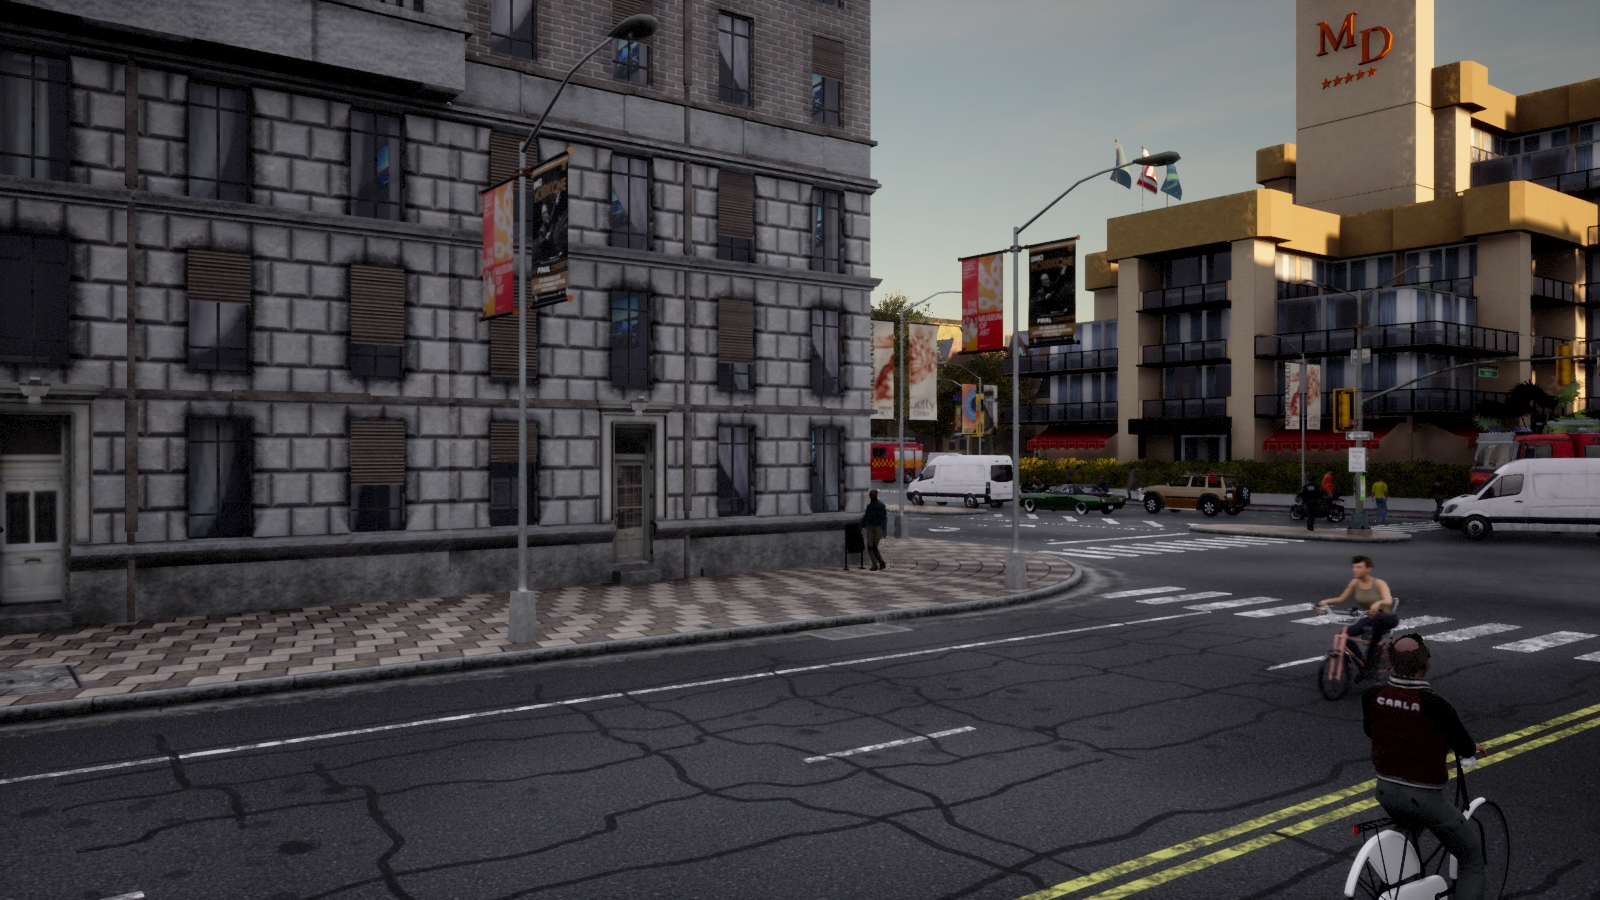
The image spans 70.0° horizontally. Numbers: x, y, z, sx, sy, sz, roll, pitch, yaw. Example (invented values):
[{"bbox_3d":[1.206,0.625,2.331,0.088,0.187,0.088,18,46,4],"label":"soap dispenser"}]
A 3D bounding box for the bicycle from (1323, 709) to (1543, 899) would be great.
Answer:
[{"bbox_3d":[3.626,2.210,6.476,1.835,1.171,0.329,0,0,-35],"label":"bicycle"}]

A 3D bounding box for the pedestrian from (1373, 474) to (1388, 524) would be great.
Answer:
[{"bbox_3d":[21.822,1.848,42.934,0.375,1.860,0.375,0,0,-37],"label":"pedestrian"}]

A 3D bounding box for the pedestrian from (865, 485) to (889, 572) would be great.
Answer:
[{"bbox_3d":[1.669,1.696,24.828,0.375,1.860,0.375,0,0,41],"label":"pedestrian"}]

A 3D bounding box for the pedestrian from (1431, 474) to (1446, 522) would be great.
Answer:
[{"bbox_3d":[24.696,1.848,44.200,0.375,1.860,0.375,0,0,-28],"label":"pedestrian"}]

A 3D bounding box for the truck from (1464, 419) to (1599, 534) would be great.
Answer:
[{"bbox_3d":[28.058,0.890,39.405,8.468,3.827,2.891,0,0,5],"label":"truck"}]

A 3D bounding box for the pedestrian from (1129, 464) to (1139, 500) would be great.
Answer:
[{"bbox_3d":[17.688,1.696,60.476,0.375,1.860,0.375,0,0,-39],"label":"pedestrian"}]

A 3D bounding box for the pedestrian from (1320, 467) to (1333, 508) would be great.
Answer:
[{"bbox_3d":[23.817,1.696,51.715,0.375,1.860,0.375,0,0,-29],"label":"pedestrian"}]

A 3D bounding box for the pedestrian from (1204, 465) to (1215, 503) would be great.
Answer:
[{"bbox_3d":[20.415,1.696,56.992,0.375,1.860,0.375,0,0,-36],"label":"pedestrian"}]

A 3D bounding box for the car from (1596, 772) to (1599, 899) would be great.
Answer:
[{"bbox_3d":[4.999,1.754,3.274,6.274,2.098,2.390,0,0,-34],"label":"car"}]

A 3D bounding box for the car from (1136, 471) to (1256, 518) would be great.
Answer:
[{"bbox_3d":[17.034,1.864,49.374,1.932,1.855,4.605,0,0,-37],"label":"car"}]

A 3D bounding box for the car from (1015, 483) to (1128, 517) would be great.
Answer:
[{"bbox_3d":[11.885,2.155,50.351,1.895,1.301,4.718,0,0,-37],"label":"car"}]

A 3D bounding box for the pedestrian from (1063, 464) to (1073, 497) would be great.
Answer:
[{"bbox_3d":[14.976,1.696,63.787,0.375,1.860,0.375,0,0,-37],"label":"pedestrian"}]

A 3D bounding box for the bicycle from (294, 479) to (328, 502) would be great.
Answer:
[{"bbox_3d":[-27.413,2.262,64.069,1.835,1.171,0.329,4,-3,14],"label":"bicycle"}]

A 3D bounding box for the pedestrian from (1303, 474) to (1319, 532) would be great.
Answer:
[{"bbox_3d":[16.519,1.704,36.904,0.375,1.860,0.375,0,0,43],"label":"pedestrian"}]

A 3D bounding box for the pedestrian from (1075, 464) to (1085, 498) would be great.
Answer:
[{"bbox_3d":[15.469,1.696,63.167,0.375,1.860,0.375,0,0,-39],"label":"pedestrian"}]

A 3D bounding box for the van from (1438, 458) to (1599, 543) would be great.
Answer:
[{"bbox_3d":[23.571,1.534,36.099,5.915,2.561,1.988,0,0,28],"label":"van"}]

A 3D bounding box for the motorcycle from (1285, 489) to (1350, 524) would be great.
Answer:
[{"bbox_3d":[20.381,2.205,45.032,0.867,1.251,2.209,0,0,-40],"label":"motorcycle"}]

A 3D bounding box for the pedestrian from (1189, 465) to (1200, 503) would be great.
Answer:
[{"bbox_3d":[19.651,1.698,56.940,0.375,1.860,0.375,0,0,-38],"label":"pedestrian"}]

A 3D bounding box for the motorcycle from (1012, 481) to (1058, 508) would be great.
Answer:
[{"bbox_3d":[11.640,2.205,56.539,0.867,1.251,2.209,0,0,-37],"label":"motorcycle"}]
